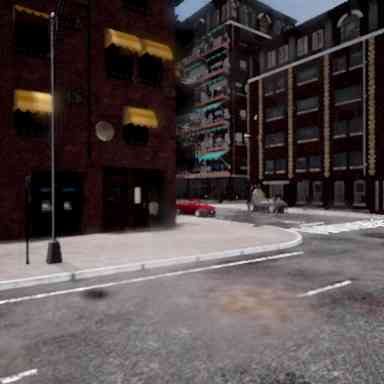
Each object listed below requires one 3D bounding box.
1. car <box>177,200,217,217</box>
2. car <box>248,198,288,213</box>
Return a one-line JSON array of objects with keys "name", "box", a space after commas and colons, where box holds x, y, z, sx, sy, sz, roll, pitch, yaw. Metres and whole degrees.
[{"name": "car", "box": [0.258, 1.327, 28.375, 1.887, 1.381, 4.507, 1, 0, -36]}, {"name": "car", "box": [7.414, 1.284, 32.860, 2.008, 1.369, 4.403, 0, 1, -36]}]
